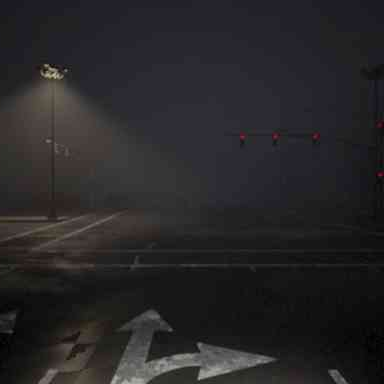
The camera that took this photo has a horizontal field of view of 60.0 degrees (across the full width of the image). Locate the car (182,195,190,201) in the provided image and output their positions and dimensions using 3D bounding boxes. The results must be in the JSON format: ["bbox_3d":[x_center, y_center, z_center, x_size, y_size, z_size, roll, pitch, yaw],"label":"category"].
[{"bbox_3d":[-1.530,1.503,84.206,1.895,1.301,4.718,0,0,0],"label":"car"}]

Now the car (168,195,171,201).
[{"bbox_3d":[-5.027,1.409,84.614,1.837,1.490,4.892,0,0,0],"label":"car"}]

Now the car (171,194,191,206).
[{"bbox_3d":[-1.730,1.439,52.313,2.128,1.511,4.902,0,0,0],"label":"car"}]

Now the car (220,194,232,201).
[{"bbox_3d":[8.967,1.448,83.693,2.033,1.411,5.357,0,0,0],"label":"car"}]

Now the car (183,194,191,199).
[{"bbox_3d":[-1.472,1.263,93.345,2.128,1.511,4.902,0,0,0],"label":"car"}]

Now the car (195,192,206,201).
[{"bbox_3d":[1.968,1.133,83.766,2.150,2.045,5.566,0,0,0],"label":"car"}]

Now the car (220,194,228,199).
[{"bbox_3d":[9.028,1.262,93.279,1.812,1.442,4.674,0,0,0],"label":"car"}]

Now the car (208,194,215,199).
[{"bbox_3d":[5.528,1.262,93.301,1.812,1.442,4.674,0,0,0],"label":"car"}]

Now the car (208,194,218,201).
[{"bbox_3d":[5.473,1.504,84.578,1.895,1.301,4.718,0,0,0],"label":"car"}]

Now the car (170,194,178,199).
[{"bbox_3d":[-4.972,1.290,93.367,1.994,1.385,4.181,0,0,0],"label":"car"}]
